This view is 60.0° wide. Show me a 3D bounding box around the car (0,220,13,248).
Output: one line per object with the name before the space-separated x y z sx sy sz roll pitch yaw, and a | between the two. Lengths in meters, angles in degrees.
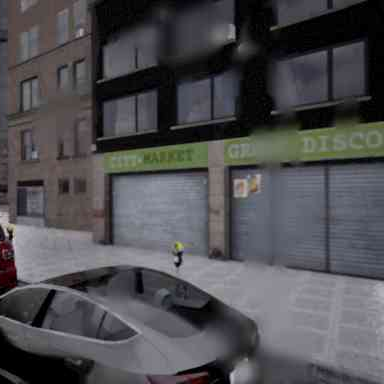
car | -5.777 1.367 7.211 5.009 1.841 2.192 0 0 36

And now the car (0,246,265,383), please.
car | -1.282 1.585 3.998 4.313 1.339 1.947 0 0 36
